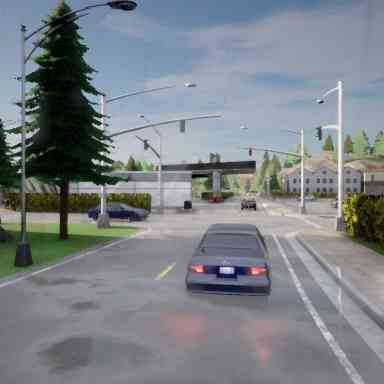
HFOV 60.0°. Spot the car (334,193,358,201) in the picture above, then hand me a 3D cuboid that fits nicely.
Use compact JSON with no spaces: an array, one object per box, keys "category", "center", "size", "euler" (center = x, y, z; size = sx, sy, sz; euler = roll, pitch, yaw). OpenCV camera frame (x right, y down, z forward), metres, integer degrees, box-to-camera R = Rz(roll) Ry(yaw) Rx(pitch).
[{"category":"car","center":[34.514,1.097,74.628],"size":[4.605,1.855,1.932],"euler":[0,0,10]}]

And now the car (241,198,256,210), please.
[{"category":"car","center":[7.389,1.491,43.329],"size":[2.128,1.511,4.902],"euler":[0,0,10]}]

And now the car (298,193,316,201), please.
[{"category":"car","center":[27.340,1.077,79.237],"size":[3.866,1.878,1.905],"euler":[0,0,10]}]

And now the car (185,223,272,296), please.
[{"category":"car","center":[1.085,1.547,8.845],"size":[2.033,1.411,5.357],"euler":[0,0,10]}]

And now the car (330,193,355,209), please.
[{"category":"car","center":[20.231,1.330,42.329],"size":[5.027,1.636,2.152],"euler":[0,0,10]}]

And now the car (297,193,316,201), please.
[{"category":"car","center":[26.159,1.361,76.070],"size":[3.806,1.475,1.970],"euler":[0,0,10]}]

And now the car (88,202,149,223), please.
[{"category":"car","center":[-5.582,1.525,25.377],"size":[4.674,1.442,1.812],"euler":[0,0,11]}]
